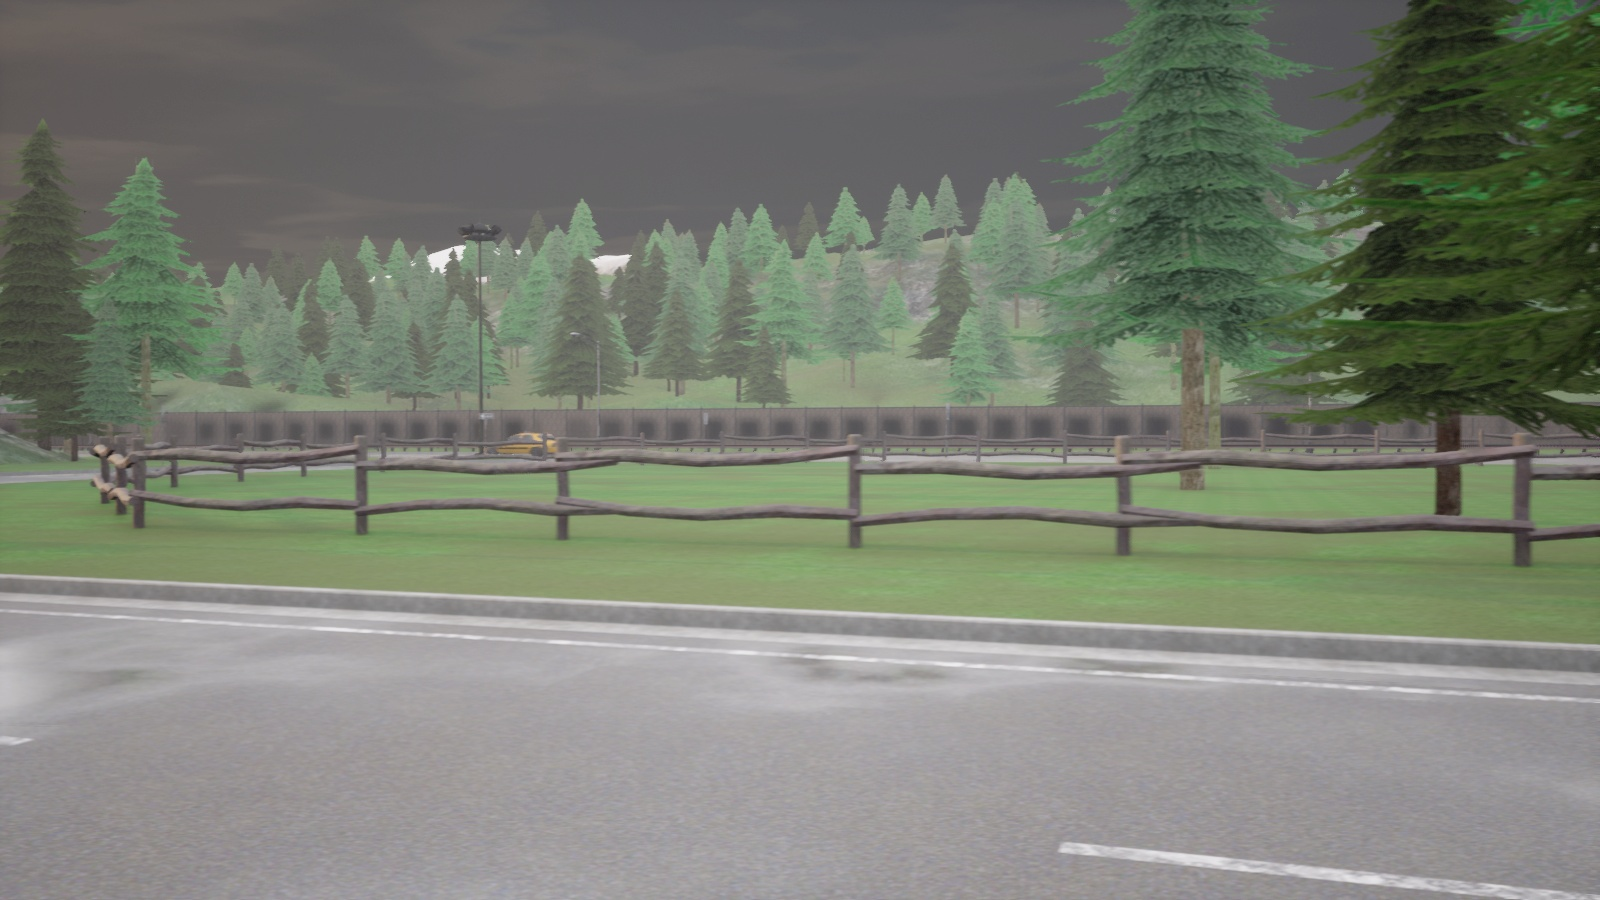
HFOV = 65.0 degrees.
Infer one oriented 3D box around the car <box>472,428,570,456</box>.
[{"bbox_3d":[-16.167,-0.462,72.813,5.366,1.575,1.801,1,1,18],"label":"car"}]
